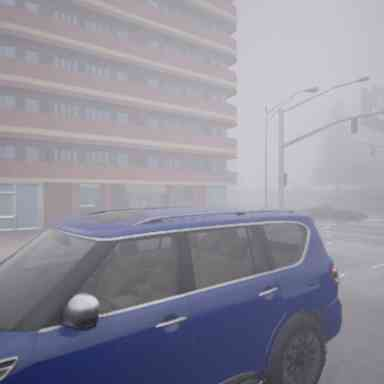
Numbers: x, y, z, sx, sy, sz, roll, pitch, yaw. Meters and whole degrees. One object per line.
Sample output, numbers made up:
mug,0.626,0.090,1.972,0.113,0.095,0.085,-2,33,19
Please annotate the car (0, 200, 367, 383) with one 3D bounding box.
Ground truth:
car,-0.680,1.221,3.504,5.566,2.045,2.150,0,0,-36

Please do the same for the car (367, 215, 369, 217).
car,10.999,1.601,25.802,1.895,1.301,4.718,0,0,-32
